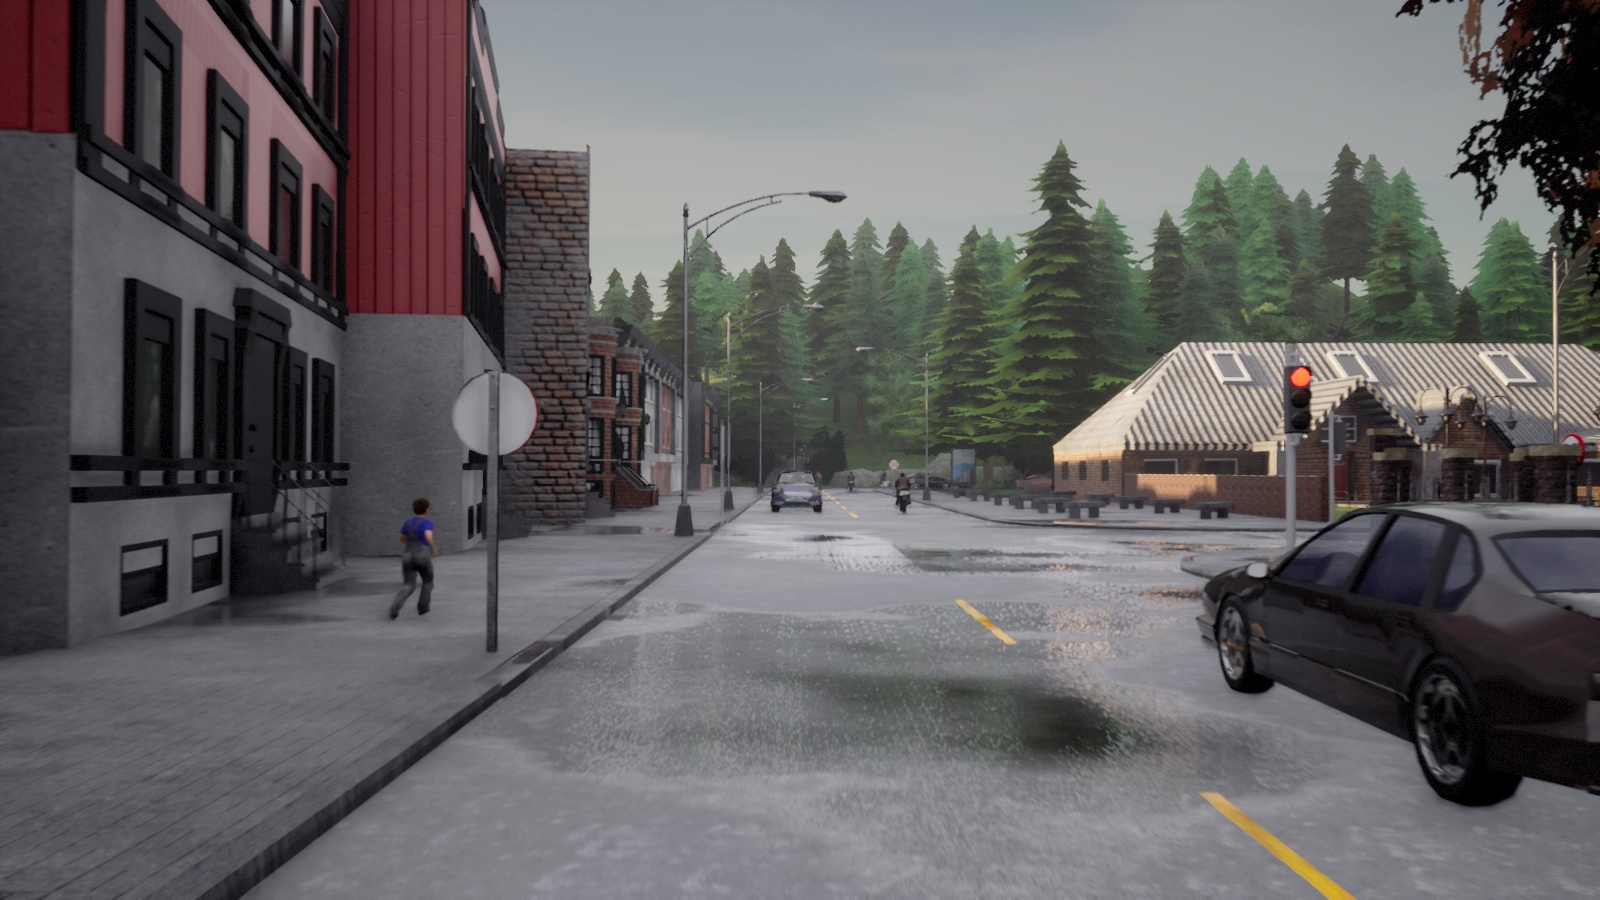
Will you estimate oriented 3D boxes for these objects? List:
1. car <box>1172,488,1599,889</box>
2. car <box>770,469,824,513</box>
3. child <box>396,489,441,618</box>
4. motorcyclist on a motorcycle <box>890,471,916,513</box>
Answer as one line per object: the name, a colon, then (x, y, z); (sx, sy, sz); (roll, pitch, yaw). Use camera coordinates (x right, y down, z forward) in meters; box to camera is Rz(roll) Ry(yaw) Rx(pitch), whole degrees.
car: (3.974, 0.969, 7.360); (2.033, 1.411, 5.357); (0, -1, 0)
car: (-0.121, 1.573, 49.472); (2.033, 1.649, 4.856); (0, -1, 0)
child: (-3.835, 1.026, 12.627); (0.270, 1.263, 0.437); (0, -1, 9)
motorcyclist on a motorcycle: (3.881, 1.574, 47.352); (0.797, 1.523, 2.044); (0, -1, 0)
